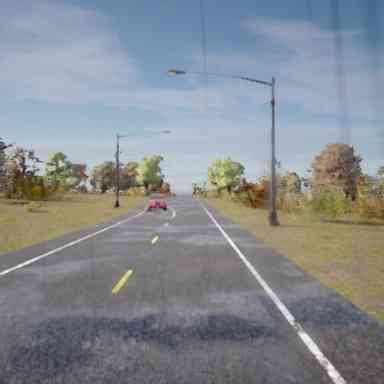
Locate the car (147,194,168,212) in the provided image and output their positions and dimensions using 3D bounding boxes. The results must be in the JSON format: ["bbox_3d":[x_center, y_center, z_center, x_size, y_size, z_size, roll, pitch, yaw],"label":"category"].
[{"bbox_3d":[-4.039,1.248,39.559,2.150,2.045,5.566,0,0,-4],"label":"car"}]
